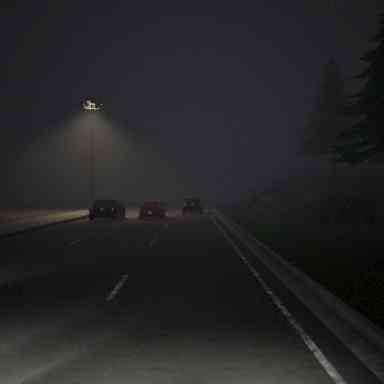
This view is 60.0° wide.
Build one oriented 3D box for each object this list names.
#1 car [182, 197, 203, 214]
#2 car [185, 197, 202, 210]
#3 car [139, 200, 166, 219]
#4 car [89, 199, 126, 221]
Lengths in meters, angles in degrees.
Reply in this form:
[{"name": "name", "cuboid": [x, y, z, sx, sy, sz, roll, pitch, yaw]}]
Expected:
[{"name": "car", "cuboid": [0.096, 1.352, 35.231, 2.097, 1.767, 4.553, 0, 0, 0]}, {"name": "car", "cuboid": [0.261, 1.491, 44.447, 2.128, 1.511, 4.902, 0, 0, 2]}, {"name": "car", "cuboid": [-3.399, 1.477, 29.287, 1.882, 1.535, 5.008, 0, 0, 0]}, {"name": "car", "cuboid": [-6.900, 1.352, 27.594, 2.097, 1.767, 4.553, 0, 0, 0]}]
